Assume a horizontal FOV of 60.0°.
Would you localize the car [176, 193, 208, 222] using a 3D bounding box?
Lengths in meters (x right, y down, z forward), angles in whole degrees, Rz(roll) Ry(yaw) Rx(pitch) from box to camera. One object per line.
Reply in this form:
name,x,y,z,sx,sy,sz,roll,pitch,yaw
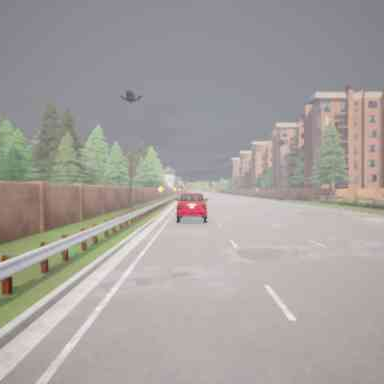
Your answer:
car,-0.007,1.061,24.658,2.150,2.045,5.566,0,0,0
